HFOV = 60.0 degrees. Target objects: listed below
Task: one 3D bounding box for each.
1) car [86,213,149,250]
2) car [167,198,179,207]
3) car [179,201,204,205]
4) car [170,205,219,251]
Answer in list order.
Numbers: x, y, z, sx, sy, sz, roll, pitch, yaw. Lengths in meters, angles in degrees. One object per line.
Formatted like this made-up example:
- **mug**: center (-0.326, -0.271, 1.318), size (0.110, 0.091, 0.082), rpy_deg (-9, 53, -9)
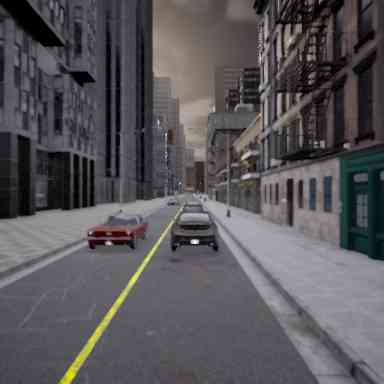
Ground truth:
- **car**: center (-3.098, 1.625, 14.650), size (1.895, 1.301, 4.718), rpy_deg (0, 0, 0)
- **car**: center (-3.056, 1.701, 55.637), size (1.994, 1.385, 4.181), rpy_deg (0, 0, 0)
- **car**: center (0.105, 1.560, 31.944), size (2.128, 1.511, 4.902), rpy_deg (0, 0, 0)
- **car**: center (0.102, 1.529, 14.277), size (1.837, 1.490, 4.892), rpy_deg (0, 0, 0)
